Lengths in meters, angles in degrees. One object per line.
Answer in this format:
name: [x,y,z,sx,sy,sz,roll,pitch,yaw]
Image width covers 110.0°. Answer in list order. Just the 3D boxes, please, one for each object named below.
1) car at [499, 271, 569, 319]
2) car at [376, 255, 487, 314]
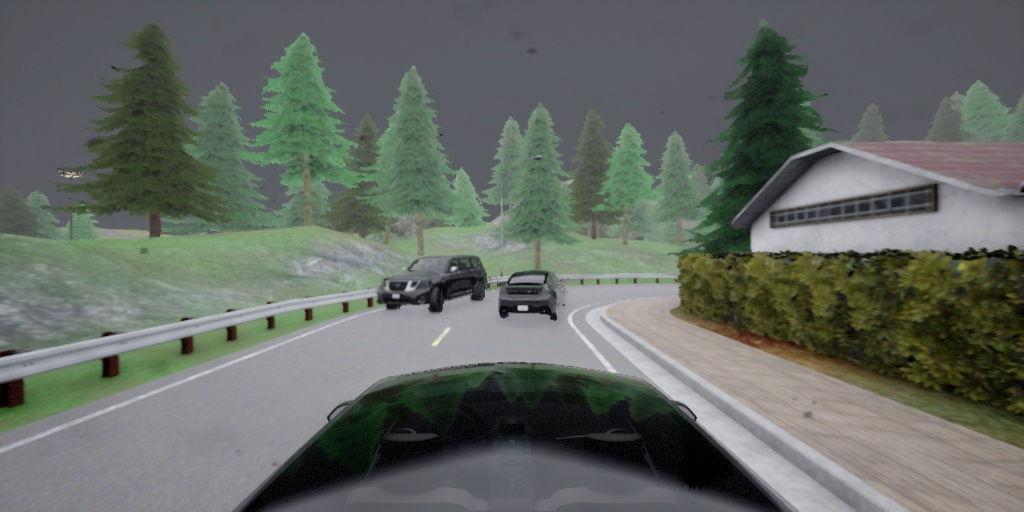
car: [0.878,1.260,12.904,1.837,1.490,4.892,-1,0,13]
car: [-2.909,0.975,14.460,2.150,2.045,5.566,-1,0,20]
